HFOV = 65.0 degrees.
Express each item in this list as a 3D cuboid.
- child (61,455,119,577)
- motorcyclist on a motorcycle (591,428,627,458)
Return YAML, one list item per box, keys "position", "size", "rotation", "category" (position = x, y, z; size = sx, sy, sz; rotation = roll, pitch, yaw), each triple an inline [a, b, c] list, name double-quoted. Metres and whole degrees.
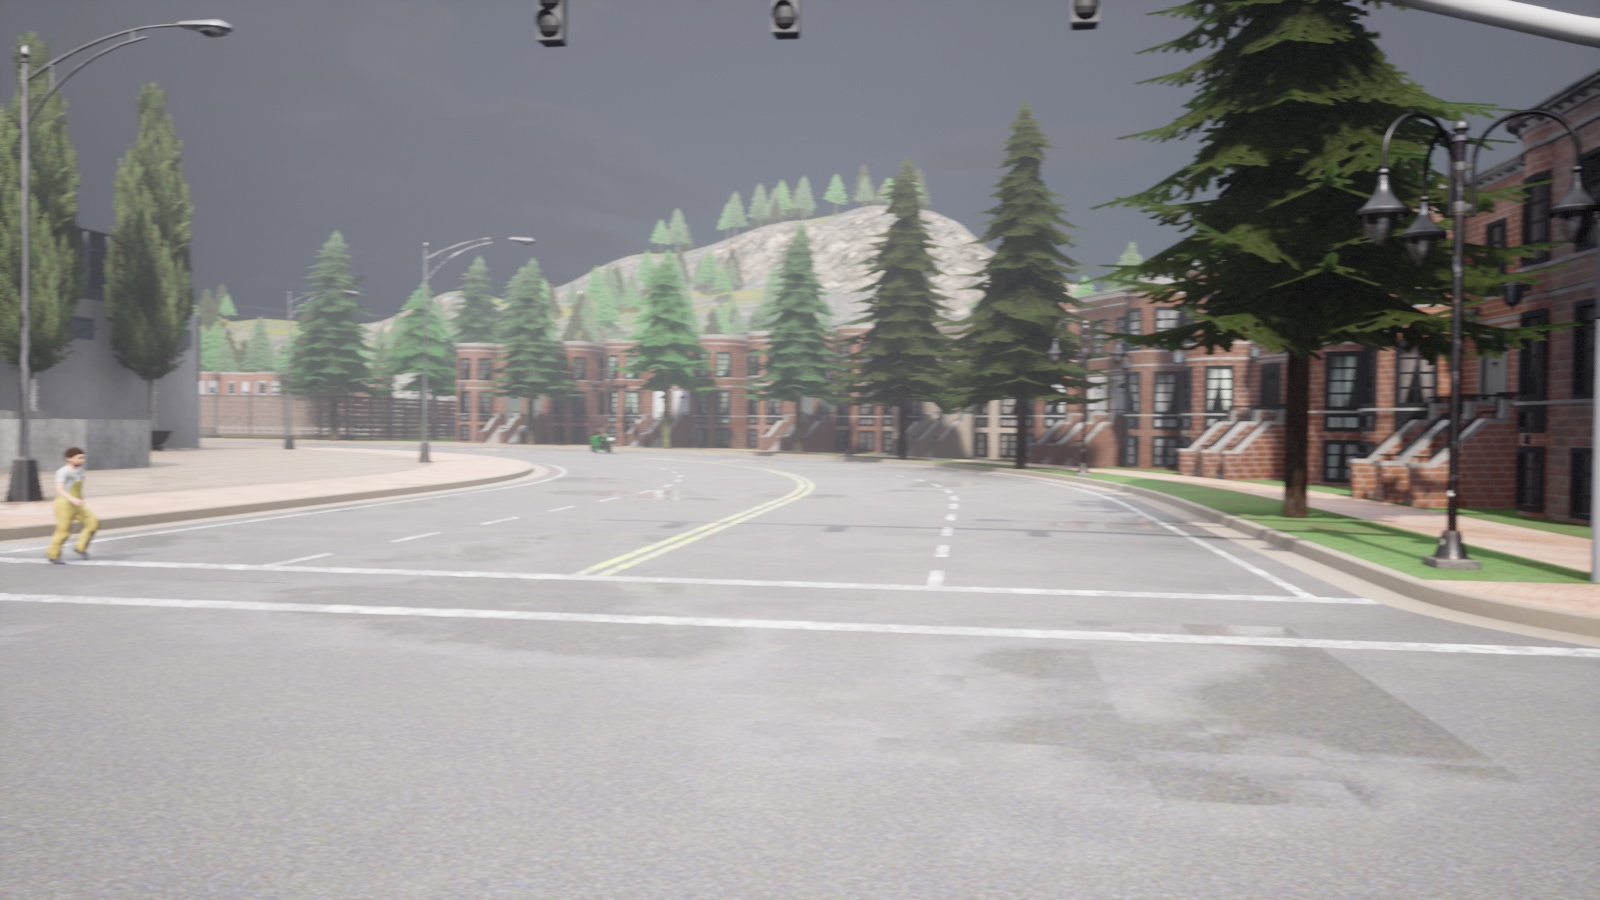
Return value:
- position: [-7.463, 0.684, 13.205]
  size: [0.437, 1.263, 0.270]
  rotation: [0, 1, 10]
  category: "child"
- position: [-9.810, -0.351, 64.458]
  size: [0.797, 1.523, 2.044]
  rotation: [-2, 2, -41]
  category: "motorcyclist on a motorcycle"
